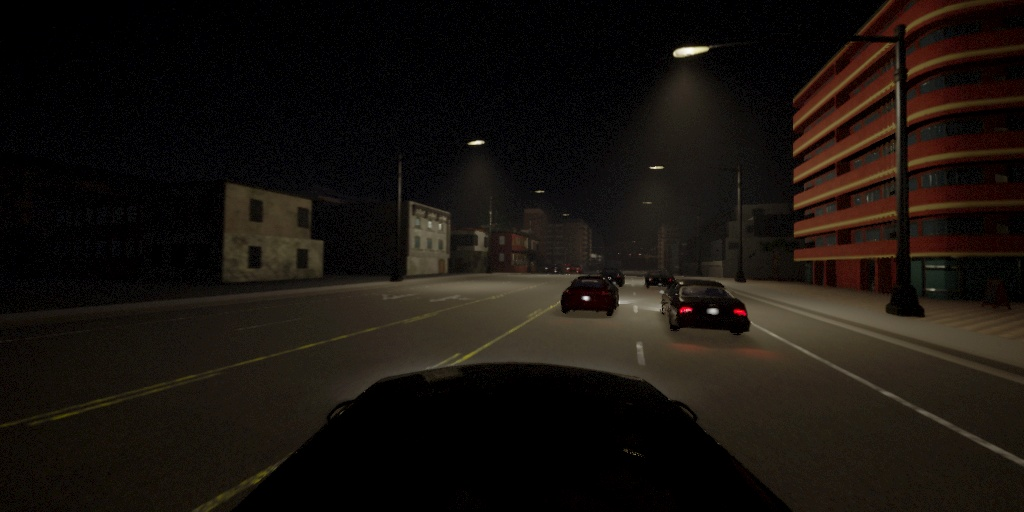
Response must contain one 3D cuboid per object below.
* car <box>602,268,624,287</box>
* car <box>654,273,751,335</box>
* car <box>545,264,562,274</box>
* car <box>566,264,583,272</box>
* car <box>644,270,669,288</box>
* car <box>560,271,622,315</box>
[{"bbox_3d":[7.943,1.667,28.888,1.994,1.385,4.181,0,0,19],"label":"car"},{"bbox_3d":[5.837,1.469,11.379,2.033,1.411,5.357,0,-1,19],"label":"car"},{"bbox_3d":[6.893,2.124,59.557,2.097,1.767,4.553,0,-3,19],"label":"car"},{"bbox_3d":[10.250,2.144,58.570,2.097,1.767,4.553,0,-3,19],"label":"car"},{"bbox_3d":[11.019,1.709,27.064,1.895,1.301,4.718,0,-1,19],"label":"car"},{"bbox_3d":[3.285,1.499,14.752,1.994,1.385,4.181,0,0,19],"label":"car"}]
